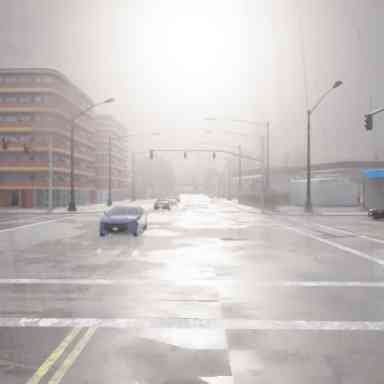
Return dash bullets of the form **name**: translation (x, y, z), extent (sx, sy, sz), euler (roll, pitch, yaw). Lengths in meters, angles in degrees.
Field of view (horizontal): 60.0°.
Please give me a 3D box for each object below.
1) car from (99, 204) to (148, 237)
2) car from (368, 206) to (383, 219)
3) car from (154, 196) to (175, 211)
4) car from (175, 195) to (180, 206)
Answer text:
- **car**: translation (-3.573, 1.443, 17.986), extent (1.882, 1.535, 5.008), euler (0, 0, 0)
- **car**: translation (16.630, 1.504, 26.469), extent (4.892, 1.490, 1.837), euler (0, 0, 0)
- **car**: translation (-3.563, 1.491, 40.775), extent (2.128, 1.511, 4.902), euler (0, 0, 0)
- **car**: translation (-3.533, 1.526, 55.961), extent (1.812, 1.442, 4.674), euler (0, 1, 0)
